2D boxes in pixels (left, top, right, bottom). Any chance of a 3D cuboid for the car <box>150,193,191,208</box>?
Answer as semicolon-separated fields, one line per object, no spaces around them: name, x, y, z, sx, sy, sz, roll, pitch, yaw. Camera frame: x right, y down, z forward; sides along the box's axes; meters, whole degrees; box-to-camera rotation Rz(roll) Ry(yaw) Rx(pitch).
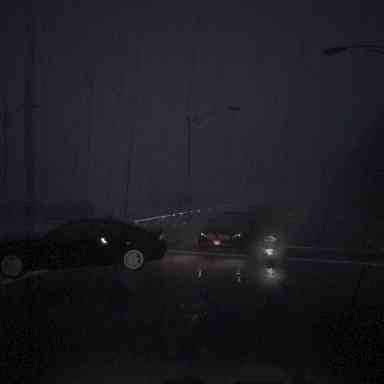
car;-2.892;1.075;41.752;4.605;1.855;1.932;0;0;19

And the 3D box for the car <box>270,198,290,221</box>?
car;5.916;1.475;24.914;2.128;1.511;4.902;0;0;19

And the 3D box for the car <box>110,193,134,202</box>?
car;-13.694;1.046;65.309;4.605;1.855;1.932;0;0;19

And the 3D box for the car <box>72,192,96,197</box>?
car;-18.369;1.249;53.741;4.514;1.523;2.007;0;0;19

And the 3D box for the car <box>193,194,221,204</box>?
car;1.760;1.126;56.753;5.027;1.636;2.152;0;0;19

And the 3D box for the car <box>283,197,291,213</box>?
car;7.803;1.487;30.475;1.837;1.490;4.892;0;0;19

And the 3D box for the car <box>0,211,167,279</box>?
car;-3.264;1.475;9.850;5.008;1.535;1.882;0;0;-15

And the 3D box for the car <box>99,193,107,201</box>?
car;-20.090;1.015;70.948;3.866;1.878;1.905;0;0;19

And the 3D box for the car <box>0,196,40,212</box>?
car;-15.061;1.356;29.403;3.806;1.475;1.970;0;0;19

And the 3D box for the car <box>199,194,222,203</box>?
car;3.515;1.203;62.934;3.806;1.475;1.970;0;0;19

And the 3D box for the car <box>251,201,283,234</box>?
car;3.997;1.490;19.271;1.837;1.490;4.892;0;0;19

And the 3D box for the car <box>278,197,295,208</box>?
car;13.624;1.469;47.636;2.128;1.511;4.902;0;0;19

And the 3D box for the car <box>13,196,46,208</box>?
car;-21.619;1.274;44.291;3.633;1.501;1.845;0;0;19

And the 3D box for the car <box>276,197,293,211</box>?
car;11.734;1.484;42.063;1.837;1.490;4.892;0;0;19

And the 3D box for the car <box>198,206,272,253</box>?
car;1.841;1.514;13.866;1.812;1.442;4.674;0;0;25

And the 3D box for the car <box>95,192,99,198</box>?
car;-21.737;1.299;67.996;3.806;1.475;1.970;0;0;19

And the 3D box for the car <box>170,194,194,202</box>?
car;-1.984;1.258;68.667;4.514;1.523;2.007;0;0;19

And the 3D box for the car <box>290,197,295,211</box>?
car;9.852;1.544;36.510;1.994;1.385;4.181;0;0;19

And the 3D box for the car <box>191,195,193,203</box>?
car;-2.349;1.053;44.636;3.866;1.878;1.905;0;0;19

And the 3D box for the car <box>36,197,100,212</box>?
car;-8.991;1.356;24.197;3.633;1.501;1.845;0;0;19
